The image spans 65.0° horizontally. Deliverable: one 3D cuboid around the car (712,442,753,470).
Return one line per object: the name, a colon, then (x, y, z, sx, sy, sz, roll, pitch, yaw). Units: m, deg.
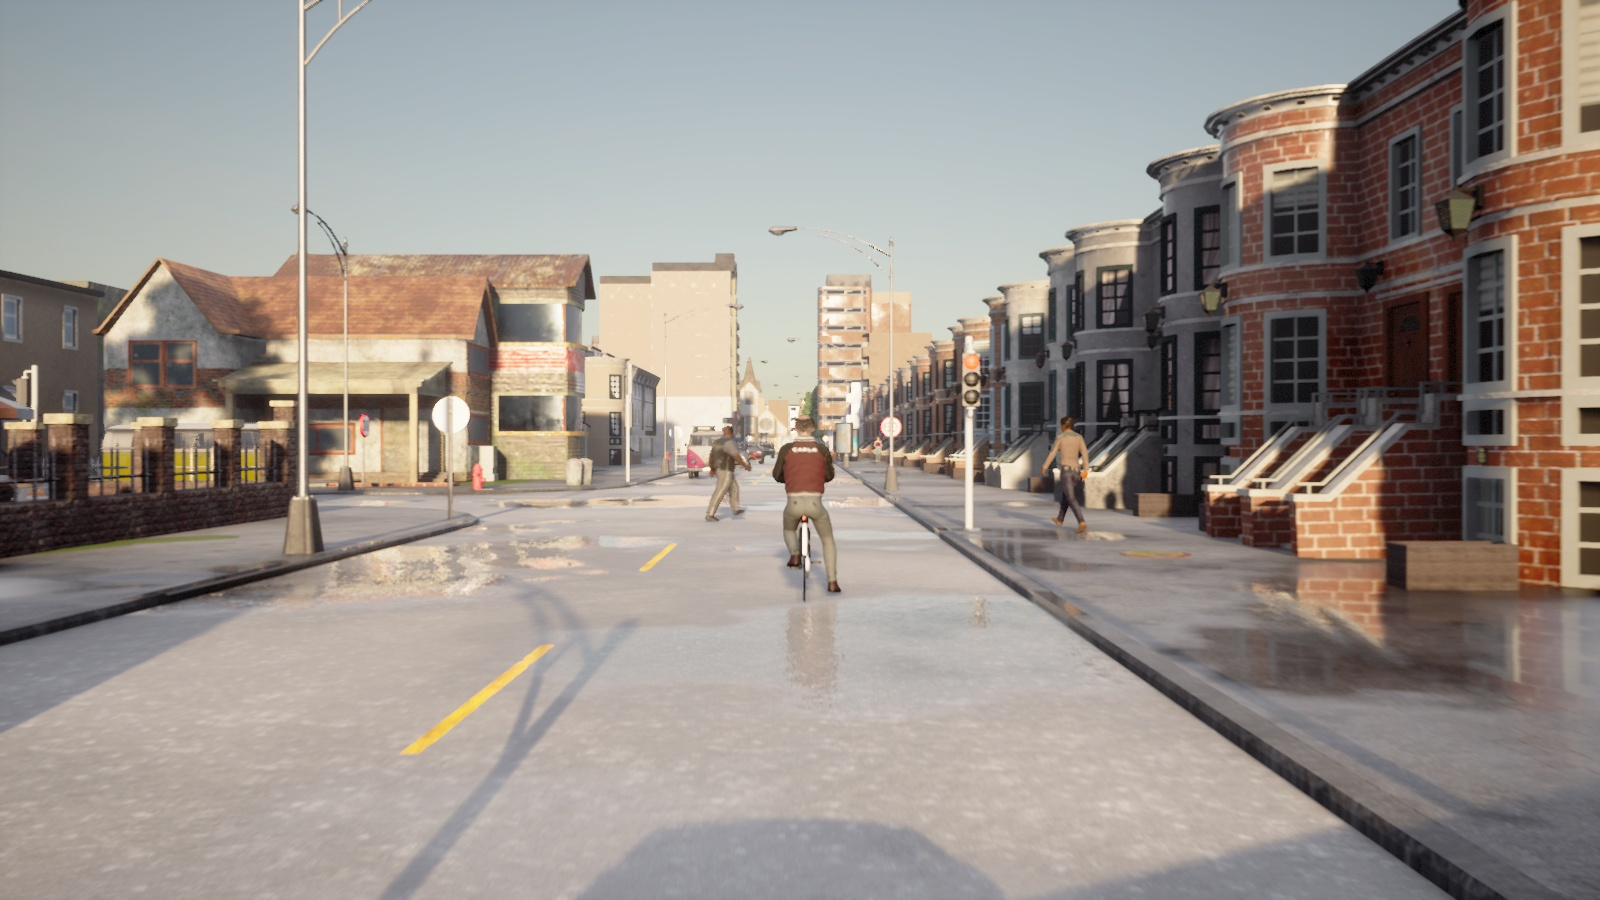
car: (-3.723, 0.298, 69.619, 2.007, 1.525, 4.514, 0, 0, 0)

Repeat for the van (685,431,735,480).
van: (-3.790, 0.196, 53.290, 1.775, 1.987, 4.442, 0, 0, 0)

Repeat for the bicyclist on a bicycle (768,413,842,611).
bicyclist on a bicycle: (0.048, 0.548, 12.215, 0.659, 1.776, 1.843, 0, 1, 0)

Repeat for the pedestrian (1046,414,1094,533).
pedestrian: (4.197, 0.349, 19.544, 0.328, 1.805, 0.869, 0, 0, -18)

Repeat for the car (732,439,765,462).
car: (-3.638, 0.019, 89.366, 2.152, 1.651, 5.027, 0, 0, 0)

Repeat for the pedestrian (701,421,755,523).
pedestrian: (-1.358, 0.406, 23.620, 0.849, 1.883, 0.563, 0, 0, -28)

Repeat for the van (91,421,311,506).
van: (-14.324, 0.318, 30.200, 4.442, 1.987, 1.775, 0, 0, 0)
